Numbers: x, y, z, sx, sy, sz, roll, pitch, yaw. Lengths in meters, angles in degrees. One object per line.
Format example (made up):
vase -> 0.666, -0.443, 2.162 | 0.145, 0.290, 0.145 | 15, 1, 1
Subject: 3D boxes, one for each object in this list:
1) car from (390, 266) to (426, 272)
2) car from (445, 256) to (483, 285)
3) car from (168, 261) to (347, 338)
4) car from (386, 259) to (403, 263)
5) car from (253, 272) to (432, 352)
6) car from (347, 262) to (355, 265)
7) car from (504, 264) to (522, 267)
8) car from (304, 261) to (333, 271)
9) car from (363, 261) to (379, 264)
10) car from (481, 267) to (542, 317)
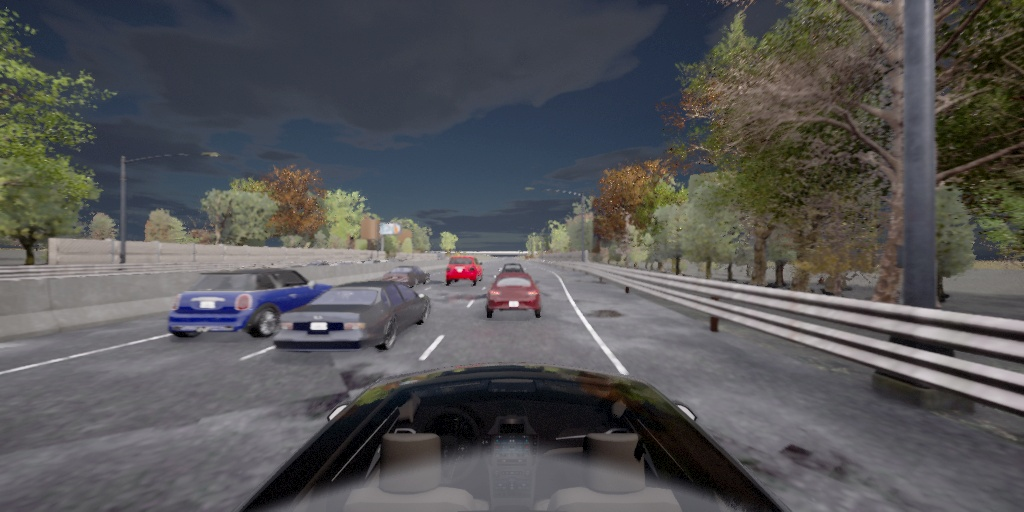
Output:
car -> -6.967, 1.346, 23.954 | 2.033, 1.411, 5.357 | 0, 0, 0
car -> -3.449, 1.028, 26.474 | 2.150, 2.045, 5.566 | 0, 0, 0
car -> -6.947, 1.122, 10.325 | 2.097, 1.767, 4.553 | 0, 0, 0
car -> -17.584, 1.237, 53.638 | 2.097, 1.767, 4.553 | 0, 0, 0
car -> -3.457, 1.312, 8.957 | 2.033, 1.411, 5.357 | 0, 0, 0
car -> -24.575, 1.483, 53.153 | 1.895, 1.301, 4.718 | 0, 0, 1
car -> 0.058, 1.315, 27.715 | 1.837, 1.490, 4.892 | 0, 0, 0
car -> -28.077, 1.442, 52.145 | 1.994, 1.385, 4.181 | 0, 0, 0
car -> -21.078, 1.410, 53.479 | 1.812, 1.442, 4.674 | 0, 0, 0
car -> 0.066, 1.299, 13.199 | 1.812, 1.442, 4.674 | 0, 0, 0
